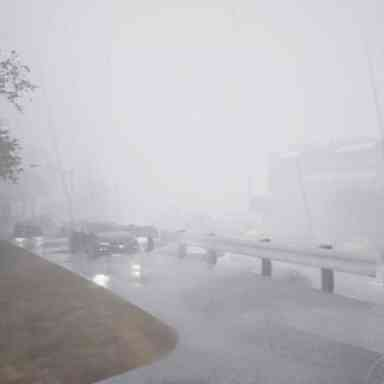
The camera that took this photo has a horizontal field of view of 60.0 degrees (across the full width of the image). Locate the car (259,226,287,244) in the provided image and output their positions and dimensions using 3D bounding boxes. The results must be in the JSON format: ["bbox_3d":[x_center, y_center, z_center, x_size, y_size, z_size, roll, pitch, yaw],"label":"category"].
[{"bbox_3d":[9.763,4.691,36.709,2.231,1.521,4.892,1,0,35],"label":"car"}]

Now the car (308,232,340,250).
[{"bbox_3d":[13.151,4.709,31.860,2.097,1.535,5.008,1,0,35],"label":"car"}]

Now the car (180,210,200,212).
[{"bbox_3d":[-1.236,5.439,85.026,4.892,1.521,2.231,0,-2,34],"label":"car"}]

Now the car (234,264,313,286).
[{"bbox_3d":[3.923,4.505,15.549,2.435,2.045,5.566,0,1,35],"label":"car"}]

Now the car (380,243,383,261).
[{"bbox_3d":[16.553,4.729,27.004,2.097,1.535,5.008,0,0,35],"label":"car"}]

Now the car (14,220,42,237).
[{"bbox_3d":[-15.410,3.374,31.157,1.837,1.490,4.892,0,-4,-35],"label":"car"}]

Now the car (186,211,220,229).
[{"bbox_3d":[1.293,4.390,48.851,2.435,2.045,5.566,0,0,35],"label":"car"}]

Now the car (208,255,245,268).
[{"bbox_3d":[2.185,4.748,18.004,2.231,1.521,4.892,0,1,35],"label":"car"}]

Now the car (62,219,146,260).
[{"bbox_3d":[-4.102,2.048,14.838,1.837,1.490,4.892,0,-4,-35],"label":"car"}]

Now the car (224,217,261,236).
[{"bbox_3d":[6.393,4.545,41.577,2.185,1.767,4.553,1,0,35],"label":"car"}]

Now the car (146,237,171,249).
[{"bbox_3d":[-3.019,4.465,25.453,2.435,2.045,5.566,0,1,35],"label":"car"}]

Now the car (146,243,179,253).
[{"bbox_3d":[-1.280,4.756,22.981,2.163,1.488,4.792,0,1,35],"label":"car"}]

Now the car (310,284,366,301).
[{"bbox_3d":[5.740,4.761,13.205,1.946,1.575,5.366,0,1,35],"label":"car"}]

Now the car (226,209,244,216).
[{"bbox_3d":[12.219,5.794,94.666,4.553,1.767,2.185,0,-1,34],"label":"car"}]

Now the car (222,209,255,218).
[{"bbox_3d":[9.789,5.237,70.574,5.566,2.045,2.435,2,-1,34],"label":"car"}]

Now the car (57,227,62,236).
[{"bbox_3d":[-13.440,4.406,40.256,2.435,2.045,5.566,0,1,35],"label":"car"}]

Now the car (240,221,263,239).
[{"bbox_3d":[7.969,4.675,38.973,1.946,1.575,5.366,1,0,35],"label":"car"}]

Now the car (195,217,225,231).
[{"bbox_3d":[2.978,4.691,46.399,2.002,1.452,4.674,0,-1,35],"label":"car"}]

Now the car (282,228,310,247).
[{"bbox_3d":[11.472,4.729,34.306,2.163,1.488,4.792,0,0,35],"label":"car"}]

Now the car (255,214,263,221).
[{"bbox_3d":[12.206,5.623,72.335,4.674,1.452,2.002,2,0,34],"label":"car"}]

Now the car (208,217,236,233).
[{"bbox_3d":[4.679,4.662,43.979,2.231,1.521,4.892,1,0,35],"label":"car"}]

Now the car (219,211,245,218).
[{"bbox_3d":[7.450,5.387,68.721,5.366,1.575,1.946,2,-1,34],"label":"car"}]

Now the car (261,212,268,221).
[{"bbox_3d":[14.670,5.674,74.090,5.008,1.535,2.097,2,0,34],"label":"car"}]

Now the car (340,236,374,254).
[{"bbox_3d":[14.954,4.718,29.587,1.946,1.575,5.366,0,-1,35],"label":"car"}]

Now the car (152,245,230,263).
[{"bbox_3d":[0.415,4.486,20.451,2.435,2.045,5.566,0,1,35],"label":"car"}]

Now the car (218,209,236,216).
[{"bbox_3d":[9.757,5.708,92.968,4.553,1.767,2.185,0,-2,34],"label":"car"}]
